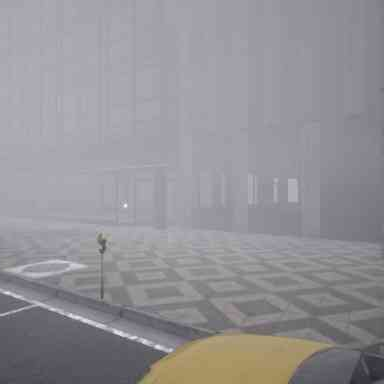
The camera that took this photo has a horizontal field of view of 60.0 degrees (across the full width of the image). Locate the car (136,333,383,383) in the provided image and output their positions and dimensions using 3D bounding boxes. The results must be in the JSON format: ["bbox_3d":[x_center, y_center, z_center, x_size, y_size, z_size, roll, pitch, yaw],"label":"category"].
[{"bbox_3d":[1.641,1.525,1.913,4.829,1.417,1.752,0,0,35],"label":"car"}]
